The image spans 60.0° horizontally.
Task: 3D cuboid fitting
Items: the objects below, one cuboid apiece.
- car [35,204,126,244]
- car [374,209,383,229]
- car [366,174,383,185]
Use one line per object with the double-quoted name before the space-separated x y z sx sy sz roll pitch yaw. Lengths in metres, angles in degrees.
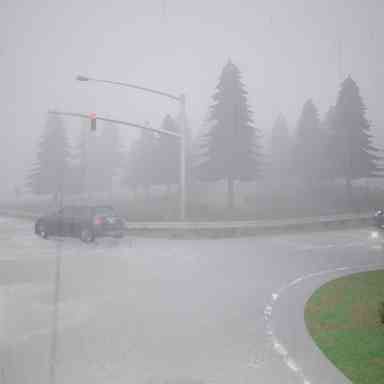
"car" -5.414 1.350 16.014 4.553 1.767 2.097 0 0 31
"car" 11.917 1.050 17.883 4.553 1.767 2.097 -3 1 -28
"car" 28.058 -2.130 51.174 2.150 2.045 5.566 0 5 25
